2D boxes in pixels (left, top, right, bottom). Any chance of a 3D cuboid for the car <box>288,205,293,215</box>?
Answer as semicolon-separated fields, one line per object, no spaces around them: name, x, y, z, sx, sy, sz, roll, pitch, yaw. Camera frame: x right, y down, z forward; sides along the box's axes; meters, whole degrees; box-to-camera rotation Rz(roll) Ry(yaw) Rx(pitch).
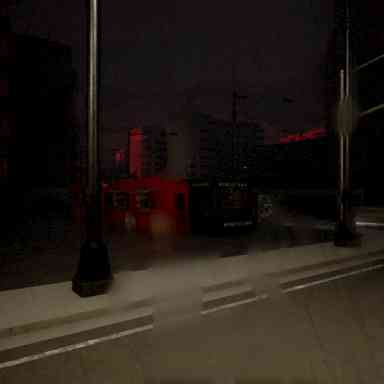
car;11.547;1.616;31.596;1.882;1.535;5.008;0;-1;-36

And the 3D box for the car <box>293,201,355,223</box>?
car;10.740;1.663;26.745;1.994;1.385;4.181;0;-1;-36
